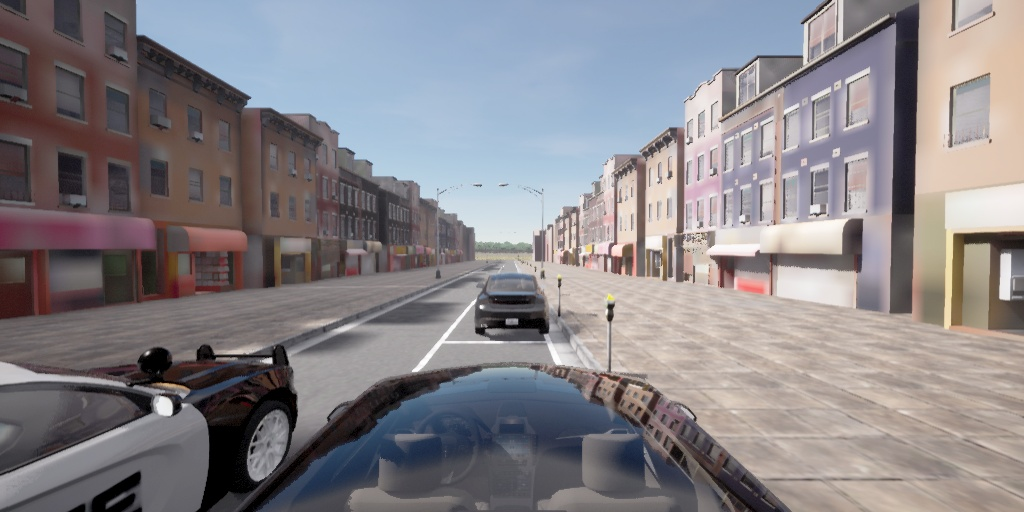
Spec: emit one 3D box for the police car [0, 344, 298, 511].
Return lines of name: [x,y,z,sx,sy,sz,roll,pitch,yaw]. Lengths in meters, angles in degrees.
police car: [-3.020,1.169,1.609,1.930,1.638,5.238,0,0,0]

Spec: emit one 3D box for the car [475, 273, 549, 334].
car: [0.000,1.239,10.502,1.837,1.490,4.892,0,0,0]
